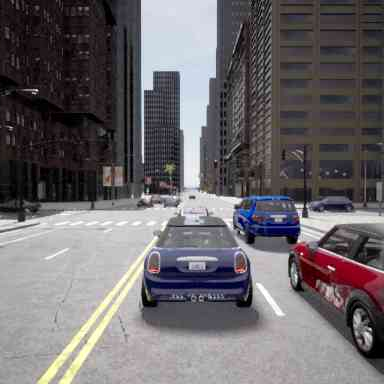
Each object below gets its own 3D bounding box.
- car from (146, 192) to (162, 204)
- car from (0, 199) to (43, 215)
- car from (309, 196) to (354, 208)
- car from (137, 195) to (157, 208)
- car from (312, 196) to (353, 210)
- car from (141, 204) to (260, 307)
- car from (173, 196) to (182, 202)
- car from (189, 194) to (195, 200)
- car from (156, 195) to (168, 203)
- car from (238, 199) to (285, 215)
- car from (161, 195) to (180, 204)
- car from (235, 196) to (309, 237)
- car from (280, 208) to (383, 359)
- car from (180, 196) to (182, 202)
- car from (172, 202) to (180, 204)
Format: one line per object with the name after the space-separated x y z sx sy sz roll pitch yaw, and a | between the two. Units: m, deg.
-6.589 1.317 60.240 2.097 1.767 4.553 0 0 1 | car
-17.774 1.515 33.699 4.892 1.490 1.837 0 2 -1 | car
15.345 1.278 36.907 4.553 1.767 2.097 0 1 -1 | car
-6.609 1.532 47.334 1.994 1.385 4.181 0 0 0 | car
16.670 1.324 39.608 4.097 1.590 1.967 0 1 0 | car
0.094 1.348 8.111 2.097 1.767 4.553 0 0 0 | car
-3.266 1.554 75.032 1.895 1.301 4.718 0 0 0 | car
-0.020 1.459 92.264 1.837 1.490 4.892 0 0 0 | car
-6.517 1.484 71.809 2.128 1.511 4.902 0 0 0 | car
7.215 1.491 34.467 4.674 1.442 1.812 0 1 16 | car
-3.037 1.494 46.878 1.812 1.442 4.674 0 0 -5 | car
3.349 1.211 15.863 2.150 2.045 5.566 0 0 -2 | car
3.344 1.349 6.152 2.097 1.767 4.553 0 0 0 | car
-3.313 1.509 64.533 2.033 1.411 5.357 0 0 1 | car
0.089 1.480 17.048 2.128 1.511 4.902 0 0 0 | car
